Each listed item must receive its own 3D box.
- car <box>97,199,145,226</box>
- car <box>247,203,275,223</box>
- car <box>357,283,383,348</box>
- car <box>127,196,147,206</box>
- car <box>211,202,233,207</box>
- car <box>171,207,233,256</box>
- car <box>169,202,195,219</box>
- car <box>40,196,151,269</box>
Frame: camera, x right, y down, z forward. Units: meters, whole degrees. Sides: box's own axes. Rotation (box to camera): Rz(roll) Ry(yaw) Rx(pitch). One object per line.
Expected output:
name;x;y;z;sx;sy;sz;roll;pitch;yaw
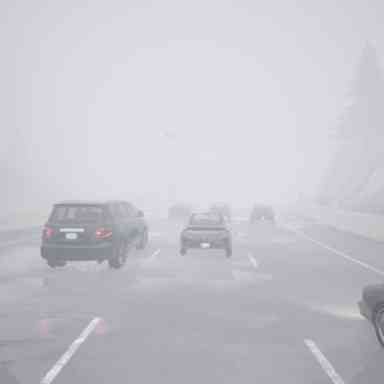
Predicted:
car;-5.208;1.469;25.057;2.097;1.767;4.553;0;0;7
car;5.670;1.701;27.244;1.837;1.490;4.892;0;0;9
car;3.636;1.588;3.081;2.033;1.411;5.357;0;0;1
car;-10.648;1.668;64.669;2.097;1.767;4.553;0;0;18
car;2.724;1.677;31.026;1.882;1.535;5.008;0;0;10
car;0.625;1.577;13.569;2.128;1.511;4.902;0;0;4
car;-0.821;1.656;31.054;1.882;1.535;5.008;0;0;9
car;-3.051;1.274;11.552;2.150;2.045;5.566;0;0;4
